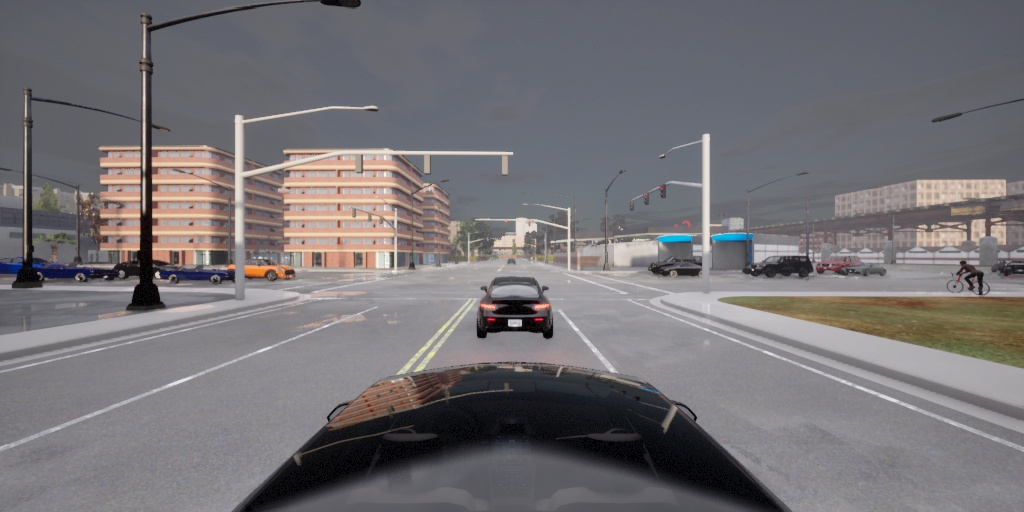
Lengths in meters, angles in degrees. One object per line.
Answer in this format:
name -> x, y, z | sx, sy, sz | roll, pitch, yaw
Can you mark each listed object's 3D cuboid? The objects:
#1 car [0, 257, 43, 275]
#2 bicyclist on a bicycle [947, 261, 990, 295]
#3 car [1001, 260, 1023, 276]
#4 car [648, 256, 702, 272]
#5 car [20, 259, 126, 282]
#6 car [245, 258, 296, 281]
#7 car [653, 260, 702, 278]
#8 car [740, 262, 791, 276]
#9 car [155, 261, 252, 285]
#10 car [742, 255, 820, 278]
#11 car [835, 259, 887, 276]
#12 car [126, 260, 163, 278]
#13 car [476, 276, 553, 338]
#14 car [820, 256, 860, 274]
car -> -38.176, 0.820, 28.310 | 5.008, 1.535, 1.882 | 1, 0, 1
bicyclist on a bicycle -> 21.908, 1.050, 17.256 | 0.582, 1.620, 1.656 | 0, 0, 0
car -> 50.501, 1.227, 35.516 | 5.008, 1.535, 1.882 | 0, 0, -33
car -> 17.183, 0.970, 37.340 | 5.566, 2.045, 2.150 | 0, 0, 1
car -> -30.080, 1.088, 24.654 | 4.718, 1.301, 1.895 | 1, 0, 1
car -> -19.466, 0.985, 27.959 | 4.553, 1.767, 2.097 | 1, 0, 1
car -> 16.096, 1.313, 33.906 | 4.181, 1.385, 1.994 | 0, 0, 0
car -> 26.583, 1.313, 37.696 | 4.181, 1.385, 1.994 | 0, 0, -8
car -> -20.965, 1.220, 24.490 | 4.718, 1.301, 1.895 | 1, 0, 2
car -> 25.449, 0.971, 34.037 | 5.566, 2.045, 2.150 | 0, 0, -5
car -> 35.243, 1.313, 35.978 | 4.181, 1.385, 1.994 | 0, 0, -18
car -> -28.243, 1.020, 28.122 | 4.892, 1.490, 1.837 | 1, 0, 1
car -> 0.073, 1.275, 10.015 | 1.812, 1.442, 4.674 | 0, 0, 0
car -> 36.621, 0.970, 40.073 | 5.566, 2.045, 2.150 | 0, 0, -22
